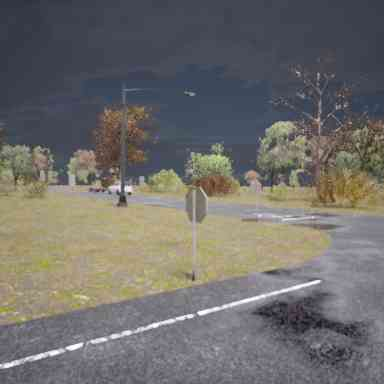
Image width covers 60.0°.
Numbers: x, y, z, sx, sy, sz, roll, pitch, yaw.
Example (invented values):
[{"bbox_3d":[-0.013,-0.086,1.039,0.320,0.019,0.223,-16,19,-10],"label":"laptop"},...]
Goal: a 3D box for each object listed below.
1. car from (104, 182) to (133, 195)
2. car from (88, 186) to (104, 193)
[{"bbox_3d":[-11.188,-0.558,51.674,2.150,2.045,5.566,0,2,-36],"label":"car"},{"bbox_3d":[-17.267,-0.515,60.155,1.895,1.301,4.718,0,2,-36],"label":"car"}]
